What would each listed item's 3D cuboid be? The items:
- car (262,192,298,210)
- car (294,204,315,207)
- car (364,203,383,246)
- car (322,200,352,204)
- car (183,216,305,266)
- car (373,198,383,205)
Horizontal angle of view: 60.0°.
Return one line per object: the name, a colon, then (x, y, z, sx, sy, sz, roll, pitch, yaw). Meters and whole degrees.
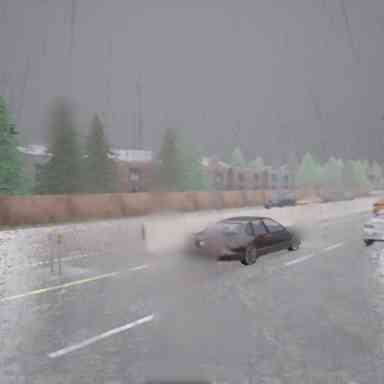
car: (11.489, 1.141, 43.072, 2.150, 2.045, 5.566, -2, 0, 43)
car: (14.722, 1.294, 41.408, 1.882, 1.535, 5.008, -2, -1, 43)
car: (8.406, 1.366, 13.508, 1.812, 1.442, 4.674, -2, 0, 42)
car: (16.865, 0.955, 38.582, 2.150, 2.045, 5.566, -2, 0, 43)
car: (2.049, 1.565, 11.755, 2.033, 1.411, 5.357, -2, 0, 43)
car: (16.533, 1.160, 27.569, 1.882, 1.535, 5.008, -2, 0, 43)
